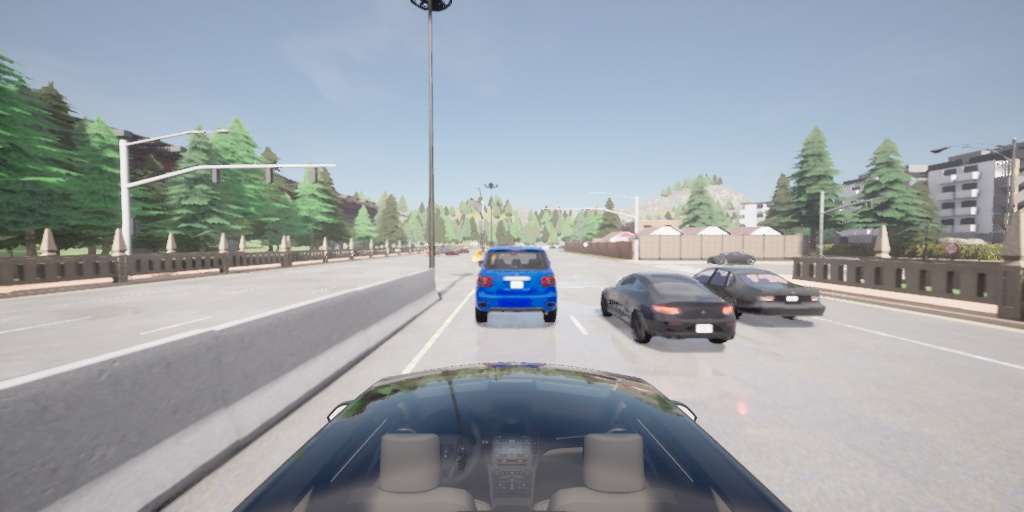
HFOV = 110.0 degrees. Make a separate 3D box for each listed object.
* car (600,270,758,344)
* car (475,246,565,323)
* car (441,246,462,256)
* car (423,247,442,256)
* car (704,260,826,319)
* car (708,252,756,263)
[{"bbox_3d":[3.559,1.105,8.938,1.812,1.442,4.674,0,2,0],"label":"car"},{"bbox_3d":[0.079,0.721,11.240,2.150,2.045,5.566,0,1,-1],"label":"car"},{"bbox_3d":[-10.573,-0.613,62.817,1.895,1.301,4.718,0,2,1],"label":"car"},{"bbox_3d":[-14.076,-0.865,62.885,2.097,1.767,4.553,0,2,0],"label":"car"},{"bbox_3d":[7.072,1.044,11.551,2.033,1.411,5.357,0,2,0],"label":"car"},{"bbox_3d":[22.227,0.234,36.403,4.181,1.385,1.994,0,2,2],"label":"car"}]
